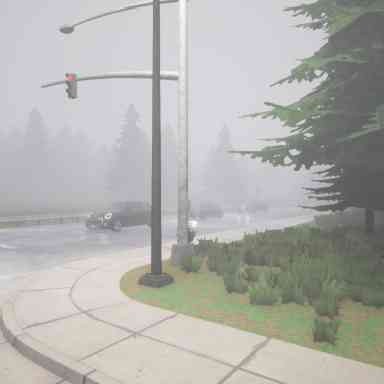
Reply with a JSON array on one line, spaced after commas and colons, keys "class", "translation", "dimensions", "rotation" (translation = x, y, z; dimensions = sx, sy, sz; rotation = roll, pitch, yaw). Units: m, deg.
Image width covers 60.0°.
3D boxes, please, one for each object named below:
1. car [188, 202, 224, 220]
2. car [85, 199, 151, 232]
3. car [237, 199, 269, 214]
[{"class": "car", "translation": [0.906, 1.537, 27.613], "dimensions": [1.994, 1.385, 4.181], "rotation": [0, 0, 36]}, {"class": "car", "translation": [-4.189, 1.325, 20.242], "dimensions": [2.097, 1.767, 4.553], "rotation": [0, 0, 34]}, {"class": "car", "translation": [6.594, 1.465, 35.777], "dimensions": [2.128, 1.511, 4.902], "rotation": [0, 0, 36]}]
